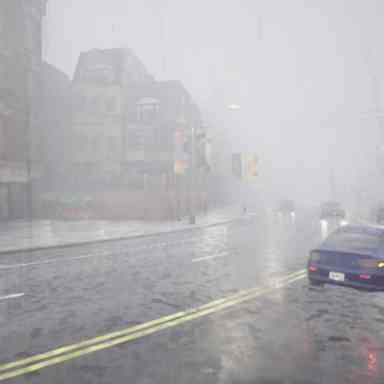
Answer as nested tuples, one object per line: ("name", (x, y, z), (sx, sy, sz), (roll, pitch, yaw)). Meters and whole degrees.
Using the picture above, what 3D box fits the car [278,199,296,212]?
("car", (11.683, 1.641, 41.127), (1.837, 1.490, 4.892), (-1, -1, 13))

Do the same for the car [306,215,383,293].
("car", (4.523, 1.539, 8.415), (1.812, 1.442, 4.674), (-1, 0, 44))

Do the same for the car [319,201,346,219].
("car", (12.344, 1.570, 29.484), (1.837, 1.490, 4.892), (0, 0, 16))

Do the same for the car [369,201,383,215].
("car", (14.782, 1.501, 25.228), (1.882, 1.535, 5.008), (0, 0, 21))
